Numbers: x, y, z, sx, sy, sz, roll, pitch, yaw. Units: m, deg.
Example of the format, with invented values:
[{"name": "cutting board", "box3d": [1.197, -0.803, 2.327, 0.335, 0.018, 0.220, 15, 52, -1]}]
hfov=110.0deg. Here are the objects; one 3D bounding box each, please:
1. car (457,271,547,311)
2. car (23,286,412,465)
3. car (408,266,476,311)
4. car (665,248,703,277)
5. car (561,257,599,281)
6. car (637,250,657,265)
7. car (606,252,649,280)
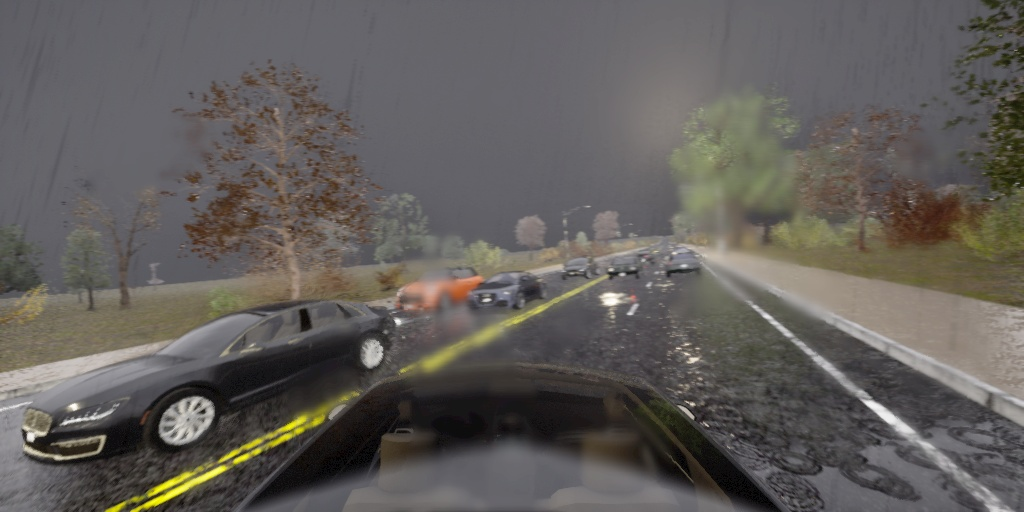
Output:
[{"name": "car", "box3d": [-0.082, 1.316, 14.570, 1.994, 1.385, 4.181, -5, 0, 25]}, {"name": "car", "box3d": [-4.119, 1.590, 6.017, 1.837, 1.490, 4.892, -5, 0, 25]}, {"name": "car", "box3d": [-3.030, 1.341, 15.957, 2.097, 1.767, 4.553, -5, 0, 25]}, {"name": "car", "box3d": [10.363, 0.435, 21.753, 1.994, 1.385, 4.181, -5, 0, 25]}, {"name": "car", "box3d": [4.897, 0.826, 25.506, 1.837, 1.490, 4.892, -5, 0, 25]}, {"name": "car", "box3d": [13.414, 0.103, 36.090, 1.837, 1.490, 4.892, -5, 1, 25]}, {"name": "car", "box3d": [7.373, 0.718, 23.018, 1.895, 1.301, 4.718, -5, 0, 25]}]
